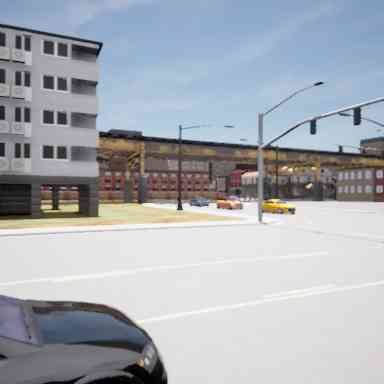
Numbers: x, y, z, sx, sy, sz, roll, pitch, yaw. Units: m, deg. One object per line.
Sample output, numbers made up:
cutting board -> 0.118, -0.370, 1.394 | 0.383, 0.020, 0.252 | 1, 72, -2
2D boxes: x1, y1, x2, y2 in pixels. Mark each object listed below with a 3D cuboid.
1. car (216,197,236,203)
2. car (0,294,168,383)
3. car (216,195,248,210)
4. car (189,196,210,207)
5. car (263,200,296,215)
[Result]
car -> 8.027, 1.801, 78.556 | 2.033, 1.411, 5.357 | 0, 0, 40
car -> -2.303, 1.562, 2.796 | 4.181, 1.385, 1.994 | 0, 0, -32
car -> 5.227, 1.506, 45.941 | 2.097, 1.767, 4.553 | 0, 0, -25
car -> 1.213, 1.517, 54.949 | 2.097, 1.767, 4.553 | 0, 0, -21
car -> 9.434, 1.624, 37.103 | 1.882, 1.535, 5.008 | 0, 0, -26
